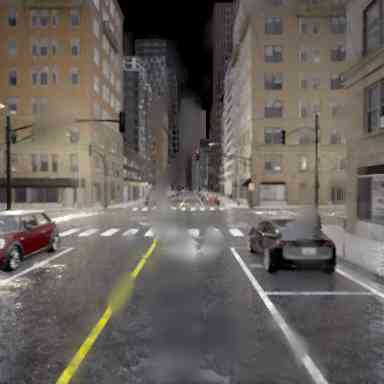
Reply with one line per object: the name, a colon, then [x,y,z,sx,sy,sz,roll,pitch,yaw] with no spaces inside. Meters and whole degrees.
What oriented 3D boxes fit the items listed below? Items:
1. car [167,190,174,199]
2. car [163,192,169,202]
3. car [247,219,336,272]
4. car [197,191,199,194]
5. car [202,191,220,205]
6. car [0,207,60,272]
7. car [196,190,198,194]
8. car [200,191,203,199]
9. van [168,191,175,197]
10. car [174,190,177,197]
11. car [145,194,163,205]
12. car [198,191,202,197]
car: [-5.620,0.829,74.139,1.752,1.417,4.829,0,0,0]
car: [-5.641,0.982,58.084,2.008,1.369,4.403,0,0,0]
car: [2.851,1.456,10.170,1.947,1.339,4.313,0,1,0]
car: [2.912,0.704,79.710,1.967,1.590,4.097,0,0,0]
car: [2.868,0.968,47.257,1.967,1.590,4.097,0,1,0]
car: [-5.674,1.331,10.165,1.967,1.590,4.097,0,1,0]
car: [2.919,0.542,85.118,2.192,1.841,5.009,0,0,0]
car: [2.884,0.982,58.076,2.008,1.369,4.403,0,0,0]
van: [-5.599,0.534,90.533,1.690,1.788,3.998,0,0,0]
car: [-5.606,0.542,85.124,2.192,1.841,5.009,0,0,0]
car: [-5.656,1.110,47.268,1.802,1.307,4.206,0,1,0]
car: [2.898,0.784,68.892,1.967,1.590,4.097,0,0,0]
